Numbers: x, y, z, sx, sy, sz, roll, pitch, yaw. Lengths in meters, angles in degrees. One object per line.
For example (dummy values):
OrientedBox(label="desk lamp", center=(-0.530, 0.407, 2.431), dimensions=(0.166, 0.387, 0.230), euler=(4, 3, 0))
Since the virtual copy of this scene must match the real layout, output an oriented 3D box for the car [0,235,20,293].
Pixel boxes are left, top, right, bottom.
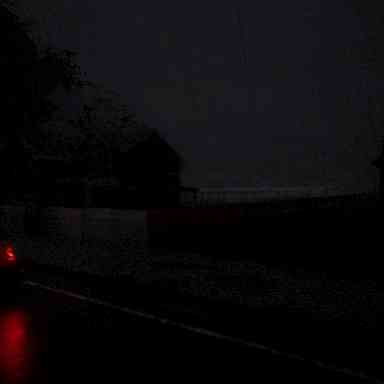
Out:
OrientedBox(label="car", center=(-6.135, 1.445, 7.937), dimensions=(4.553, 1.767, 2.097), euler=(-1, 0, 36))
